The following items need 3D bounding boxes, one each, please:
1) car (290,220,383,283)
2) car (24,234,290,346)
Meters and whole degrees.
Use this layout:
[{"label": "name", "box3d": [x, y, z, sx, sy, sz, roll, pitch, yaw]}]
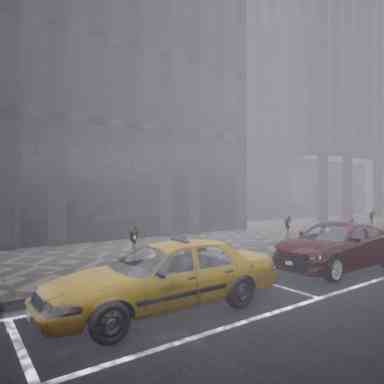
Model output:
[{"label": "car", "box3d": [4.266, 1.542, 9.693, 4.507, 1.381, 1.887, 0, 0, -35]}, {"label": "car", "box3d": [-0.461, 1.523, 6.321, 4.829, 1.417, 1.752, 0, 0, -35]}]
